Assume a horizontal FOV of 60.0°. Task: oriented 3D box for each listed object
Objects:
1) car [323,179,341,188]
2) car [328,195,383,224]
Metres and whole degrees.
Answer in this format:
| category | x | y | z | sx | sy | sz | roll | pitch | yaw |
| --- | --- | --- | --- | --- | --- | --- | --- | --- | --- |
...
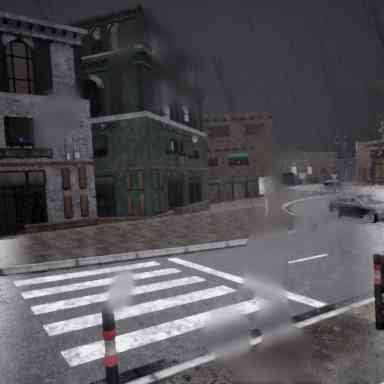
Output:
| category | x | y | z | sx | sy | sz | roll | pitch | yaw |
| --- | --- | --- | --- | --- | --- | --- | --- | --- | --- |
| car | 25.282 | -1.528 | 60.236 | 1.882 | 1.535 | 5.008 | -3 | 0 | 5 |
| car | 10.300 | 0.950 | 20.046 | 2.128 | 1.511 | 4.902 | -4 | 2 | -13 |
